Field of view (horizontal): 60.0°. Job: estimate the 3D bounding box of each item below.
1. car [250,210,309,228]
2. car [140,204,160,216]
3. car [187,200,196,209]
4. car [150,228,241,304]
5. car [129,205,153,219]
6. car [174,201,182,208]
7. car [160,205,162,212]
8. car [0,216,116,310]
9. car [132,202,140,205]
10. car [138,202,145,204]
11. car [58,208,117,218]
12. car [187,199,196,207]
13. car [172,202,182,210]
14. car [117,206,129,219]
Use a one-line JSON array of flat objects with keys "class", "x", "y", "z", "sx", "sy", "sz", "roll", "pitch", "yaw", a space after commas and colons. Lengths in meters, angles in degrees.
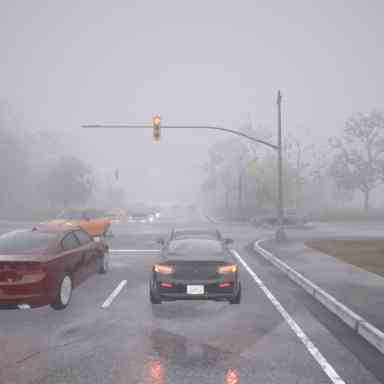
[{"class": "car", "x": 7.484, "y": 2.297, "z": 28.521, "sx": 4.902, "sy": 1.511, "sz": 2.128, "roll": 0, "pitch": -2, "yaw": -1}, {"class": "car", "x": -7.157, "y": 3.247, "z": 56.573, "sx": 2.128, "sy": 1.511, "sz": 4.902, "roll": 0, "pitch": -1, "yaw": 0}, {"class": "car", "x": -0.099, "y": 3.293, "z": 77.203, "sx": 1.994, "sy": 1.385, "sz": 4.181, "roll": 0, "pitch": 0, "yaw": 0}, {"class": "car", "x": 0.070, "y": 1.605, "z": 8.191, "sx": 1.812, "sy": 1.442, "sz": 4.674, "roll": 0, "pitch": -1, "yaw": 0}, {"class": "car", "x": -7.147, "y": 3.029, "z": 47.103, "sx": 1.882, "sy": 1.535, "sz": 5.008, "roll": 0, "pitch": -2, "yaw": 1}, {"class": "car", "x": -3.712, "y": 3.214, "z": 86.815, "sx": 1.812, "sy": 1.442, "sz": 4.674, "roll": 0, "pitch": 0, "yaw": -3}, {"class": "car", "x": -7.107, "y": 3.300, "z": 66.630, "sx": 2.128, "sy": 1.511, "sz": 4.902, "roll": 0, "pitch": 0, "yaw": 1}, {"class": "car", "x": -3.427, "y": 1.555, "z": 8.048, "sx": 1.882, "sy": 1.535, "sz": 5.008, "roll": 0, "pitch": -1, "yaw": 0}, {"class": "car", "x": -10.655, "y": 3.097, "z": 55.829, "sx": 2.097, "sy": 1.767, "sz": 4.553, "roll": 0, "pitch": -1, "yaw": 0}, {"class": "car", "x": -10.607, "y": 3.030, "z": 66.489, "sx": 2.150, "sy": 2.045, "sz": 5.566, "roll": 0, "pitch": 0, "yaw": 0}, {"class": "car", "x": -6.136, "y": 1.692, "z": 17.605, "sx": 2.097, "sy": 1.767, "sz": 4.553, "roll": 0, "pitch": -2, "yaw": 14}, {"class": "car", "x": -0.204, "y": 2.881, "z": 86.937, "sx": 2.097, "sy": 1.767, "sz": 4.553, "roll": 0, "pitch": 0, "yaw": -3}, {"class": "car", "x": -3.598, "y": 3.345, "z": 76.904, "sx": 1.895, "sy": 1.301, "sz": 4.718, "roll": 0, "pitch": 0, "yaw": 0}, {"class": "car", "x": -10.657, "y": 3.025, "z": 46.969, "sx": 1.882, "sy": 1.535, "sz": 5.008, "roll": 0, "pitch": -2, "yaw": 0}]
